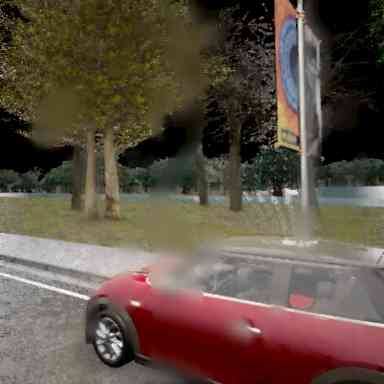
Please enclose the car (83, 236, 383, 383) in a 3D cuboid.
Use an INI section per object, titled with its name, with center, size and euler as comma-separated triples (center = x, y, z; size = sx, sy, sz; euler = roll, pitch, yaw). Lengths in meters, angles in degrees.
[car]
center = 0.654, 1.364, 4.294
size = 4.553, 1.767, 2.097
euler = 0, 0, 36
